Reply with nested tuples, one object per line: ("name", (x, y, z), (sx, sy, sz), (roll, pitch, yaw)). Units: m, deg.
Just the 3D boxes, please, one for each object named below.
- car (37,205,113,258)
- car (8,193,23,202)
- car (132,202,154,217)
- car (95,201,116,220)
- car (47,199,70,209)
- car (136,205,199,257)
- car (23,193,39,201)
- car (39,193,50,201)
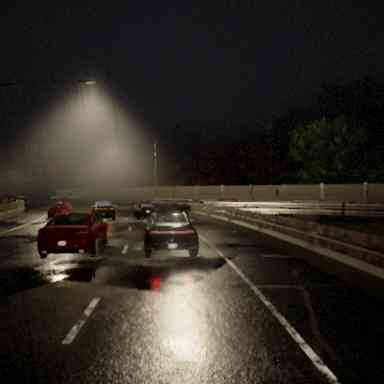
("car", (-4.442, 1.490, 13.016), (1.882, 1.535, 5.008), (0, 0, -7))
("car", (-43.005, 1.536, 79.086), (5.357, 1.411, 2.033), (0, 0, 40))
("car", (-4.123, 1.567, 29.160), (1.994, 1.385, 4.181), (0, 0, -15))
("car", (-7.477, 1.510, 28.168), (2.128, 1.511, 4.902), (0, 0, -15))
("car", (-11.186, 1.558, 28.462), (1.812, 1.442, 4.674), (0, 0, -16))
("car", (-0.904, 1.490, 12.923), (2.128, 1.511, 4.902), (0, 0, -7))
("car", (-40.716, 1.210, 81.733), (5.566, 2.045, 2.150), (0, 0, 40))
("car", (-37.973, 1.212, 84.058), (5.566, 2.045, 2.150), (0, 0, 40))
